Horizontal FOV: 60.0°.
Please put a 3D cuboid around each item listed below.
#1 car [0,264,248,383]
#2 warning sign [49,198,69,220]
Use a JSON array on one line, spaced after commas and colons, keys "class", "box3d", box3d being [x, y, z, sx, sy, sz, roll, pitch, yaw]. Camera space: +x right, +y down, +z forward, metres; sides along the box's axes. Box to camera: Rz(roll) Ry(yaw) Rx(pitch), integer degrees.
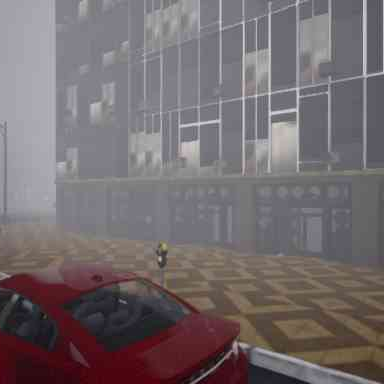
[{"class": "car", "box3d": [-1.579, 1.543, 3.847, 4.507, 1.381, 1.887, 0, 0, 36]}, {"class": "warning sign", "box3d": [-11.649, 1.452, 29.083, 1.300, 1.860, 1.060, 1, 1, 33]}]
